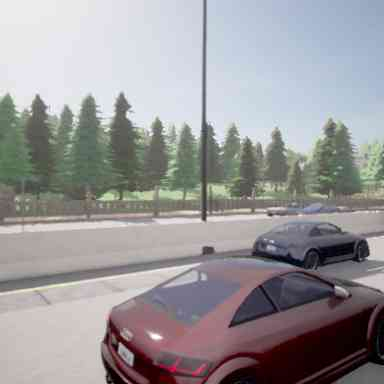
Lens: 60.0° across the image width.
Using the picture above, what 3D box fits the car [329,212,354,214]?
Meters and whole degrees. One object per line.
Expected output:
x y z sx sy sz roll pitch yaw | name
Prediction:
10.335 1.722 24.088 4.718 1.301 1.895 0 0 -34 | car

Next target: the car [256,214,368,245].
3.951 1.615 10.868 4.181 1.385 1.994 0 0 -35 | car

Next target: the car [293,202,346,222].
11.031 1.665 28.671 4.674 1.442 1.812 0 0 -32 | car

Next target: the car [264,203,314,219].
9.289 1.741 31.732 4.718 1.301 1.895 0 0 -32 | car

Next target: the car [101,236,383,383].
0.980 1.581 4.455 4.181 1.385 1.994 0 0 -35 | car
